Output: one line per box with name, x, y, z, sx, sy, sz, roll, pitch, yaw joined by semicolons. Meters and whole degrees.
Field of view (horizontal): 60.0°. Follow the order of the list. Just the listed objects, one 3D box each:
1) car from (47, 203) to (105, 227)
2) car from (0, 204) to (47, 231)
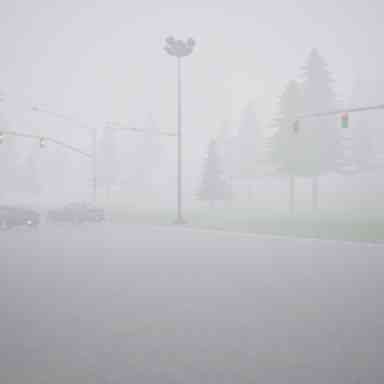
car;-7.988;1.478;22.590;4.902;1.511;2.128;0;0;35
car;-11.426;1.491;20.743;4.892;1.490;1.837;0;0;35
